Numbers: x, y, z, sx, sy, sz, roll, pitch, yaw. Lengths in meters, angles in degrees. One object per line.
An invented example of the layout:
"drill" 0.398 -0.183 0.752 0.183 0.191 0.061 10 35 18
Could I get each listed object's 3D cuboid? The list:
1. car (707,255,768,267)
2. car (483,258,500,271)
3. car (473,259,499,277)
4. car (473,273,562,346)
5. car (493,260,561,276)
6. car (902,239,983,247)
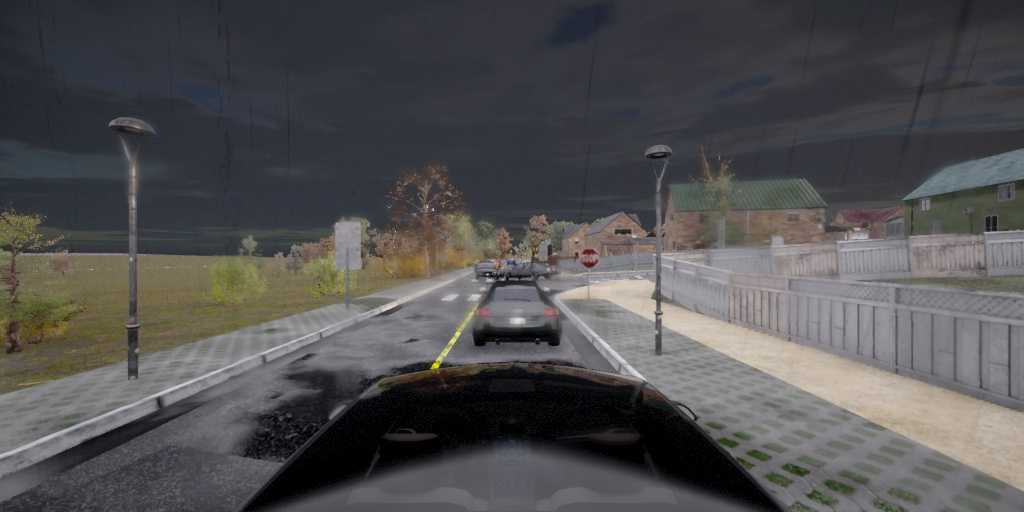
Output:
"car" 14.353 0.413 22.815 4.181 1.385 1.994 -3 0 16
"car" -2.928 1.120 51.139 2.097 1.767 4.553 0 0 1
"car" -2.299 1.257 31.322 1.837 1.490 4.892 0 0 -8
"car" 0.089 1.313 9.400 1.994 1.385 4.181 0 0 -1
"car" 1.293 1.198 28.417 5.357 1.411 2.033 -4 -3 43
"car" 23.857 -0.208 20.409 4.902 1.511 2.128 -3 0 14
